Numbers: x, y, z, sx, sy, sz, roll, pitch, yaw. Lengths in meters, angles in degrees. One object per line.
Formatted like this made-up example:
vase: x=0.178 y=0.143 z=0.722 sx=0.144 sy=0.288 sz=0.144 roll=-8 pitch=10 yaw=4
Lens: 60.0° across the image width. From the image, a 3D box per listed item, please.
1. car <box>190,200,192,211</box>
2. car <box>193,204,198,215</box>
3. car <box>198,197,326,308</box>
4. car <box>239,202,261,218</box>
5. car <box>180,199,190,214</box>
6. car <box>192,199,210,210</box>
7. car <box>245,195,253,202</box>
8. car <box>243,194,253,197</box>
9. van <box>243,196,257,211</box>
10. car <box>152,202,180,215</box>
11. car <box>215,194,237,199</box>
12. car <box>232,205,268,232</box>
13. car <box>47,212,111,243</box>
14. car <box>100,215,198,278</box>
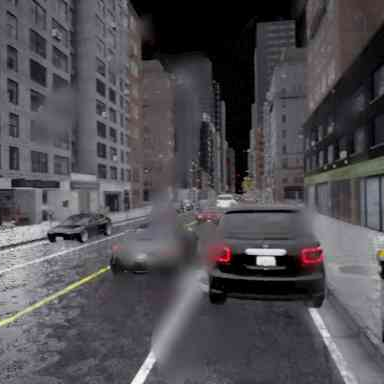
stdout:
car: x=-0.920 y=1.706 z=44.456 sx=1.967 sy=1.590 sz=4.097 roll=-1 pitch=0 yaw=10
car: x=1.557 y=1.718 z=24.984 sx=1.895 sy=1.301 sz=4.718 roll=-1 pitch=0 yaw=10
car: x=1.688 y=1.248 z=8.181 sx=2.150 sy=2.045 sz=5.566 roll=-1 pitch=0 yaw=10
car: x=5.594 y=1.659 z=32.119 sx=1.947 sy=1.339 sz=4.313 roll=-1 pitch=0 yaw=10
car: x=-1.862 y=1.816 z=39.012 sx=1.947 sy=1.339 sz=4.313 roll=-1 pitch=0 yaw=10
car: x=1.726 y=1.730 z=44.298 sx=1.837 sy=1.490 sz=4.892 roll=-1 pitch=-1 yaw=10
car: x=14.700 y=1.722 z=86.297 sx=1.967 sy=1.590 sz=4.097 roll=-1 pitch=0 yaw=9
car: x=6.535 y=1.424 z=37.563 sx=2.192 sy=1.841 sz=5.009 roll=-1 pitch=0 yaw=10
van: x=7.479 y=1.466 z=43.005 sx=1.690 sy=1.788 sz=3.998 roll=-1 pitch=0 yaw=10
car: x=-2.806 y=1.817 z=33.568 sx=1.802 sy=1.307 sz=4.206 roll=-1 pitch=0 yaw=10
car: x=4.256 y=1.387 z=41.157 sx=2.150 sy=2.045 sz=5.566 roll=-1 pitch=0 yaw=10
car: x=3.706 y=1.613 z=21.235 sx=2.008 sy=1.369 sz=4.403 roll=-1 pitch=0 yaw=10
car: x=-5.639 y=1.753 z=17.236 sx=1.947 sy=1.339 sz=4.313 roll=-1 pitch=0 yaw=10
car: x=-0.960 y=1.639 z=10.469 sx=1.994 sy=1.385 sz=4.181 roll=-1 pitch=0 yaw=10
